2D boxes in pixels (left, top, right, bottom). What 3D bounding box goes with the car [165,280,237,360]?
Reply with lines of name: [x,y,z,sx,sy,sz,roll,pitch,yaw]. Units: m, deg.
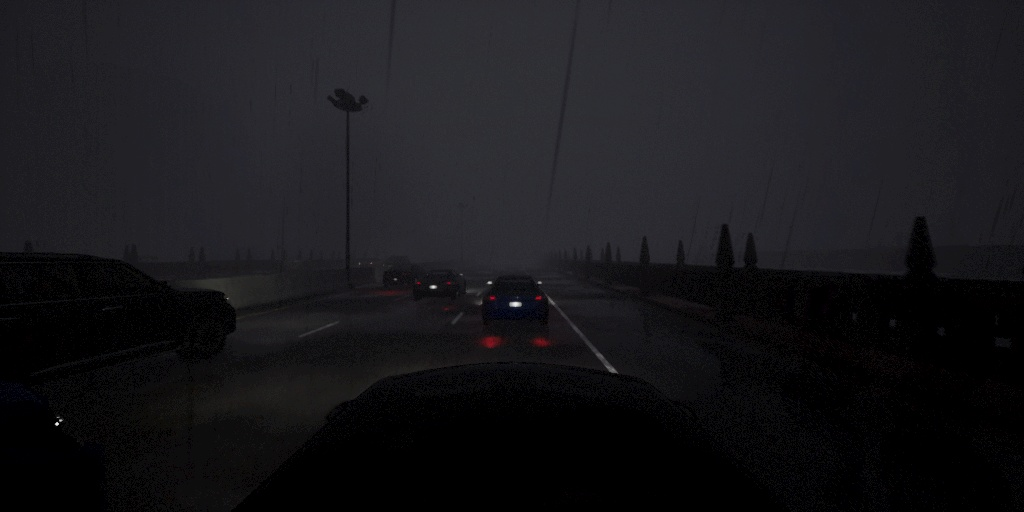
car: [-6.900,0.971,5.179,2.150,2.045,5.566,0,0,0]

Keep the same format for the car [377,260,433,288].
car: [-6.901,1.223,23.698,1.882,1.535,5.008,0,0,0]

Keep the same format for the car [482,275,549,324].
car: [0.098,1.312,11.978,1.994,1.385,4.181,0,0,0]

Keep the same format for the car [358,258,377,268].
car: [-20.992,1.092,53.251,2.097,1.767,4.553,0,0,1]

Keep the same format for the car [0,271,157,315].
car: [-17.601,1.348,14.469,1.895,1.301,4.718,0,0,0]

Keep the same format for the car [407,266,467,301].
car: [-3.401,1.311,17.512,1.994,1.385,4.181,0,0,0]

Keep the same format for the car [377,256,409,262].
car: [-14.075,0.966,43.849,2.150,2.045,5.566,0,0,0]
